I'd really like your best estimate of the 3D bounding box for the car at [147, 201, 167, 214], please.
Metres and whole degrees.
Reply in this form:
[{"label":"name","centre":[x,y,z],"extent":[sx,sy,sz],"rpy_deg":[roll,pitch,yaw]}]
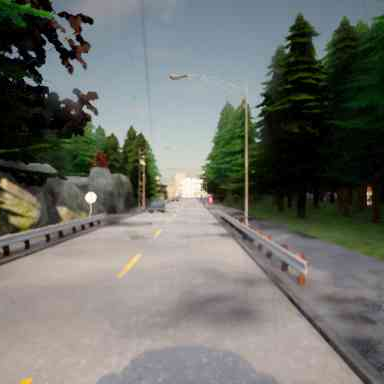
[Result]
[{"label":"car","centre":[-4.020,1.763,39.226],"extent":[2.033,1.411,5.357],"rpy_deg":[0,0,0]}]
